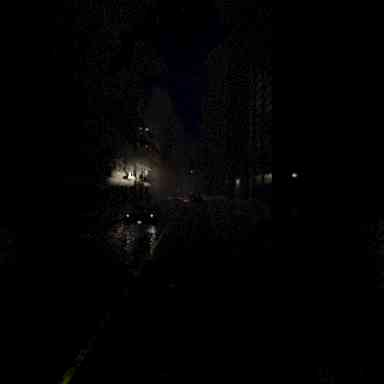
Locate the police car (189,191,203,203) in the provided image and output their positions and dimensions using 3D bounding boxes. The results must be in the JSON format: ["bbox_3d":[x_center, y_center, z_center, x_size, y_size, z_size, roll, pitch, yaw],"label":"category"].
[{"bbox_3d":[0.933,1.092,59.799,1.930,1.638,5.238,0,0,0],"label":"police car"}]

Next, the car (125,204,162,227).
[{"bbox_3d":[-3.088,1.455,21.794,1.895,1.301,4.718,0,0,0],"label":"car"}]

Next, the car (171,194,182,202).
[{"bbox_3d":[-2.988,1.131,63.313,1.882,1.535,5.008,0,0,1],"label":"car"}]
